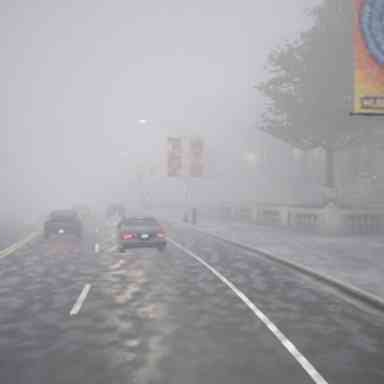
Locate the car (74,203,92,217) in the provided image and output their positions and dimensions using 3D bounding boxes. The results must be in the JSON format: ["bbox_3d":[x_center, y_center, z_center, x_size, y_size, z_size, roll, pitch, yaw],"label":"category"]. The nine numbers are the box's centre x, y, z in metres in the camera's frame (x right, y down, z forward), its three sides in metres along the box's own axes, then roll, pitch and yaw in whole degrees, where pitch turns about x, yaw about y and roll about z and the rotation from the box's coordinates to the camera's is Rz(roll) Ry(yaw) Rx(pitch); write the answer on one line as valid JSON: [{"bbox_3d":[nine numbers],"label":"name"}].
[{"bbox_3d":[-11.833,1.888,35.592,1.882,1.535,5.008,0,-1,-16],"label":"car"}]

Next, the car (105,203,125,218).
[{"bbox_3d":[-8.104,1.896,35.268,1.837,1.490,4.892,0,-1,-16],"label":"car"}]

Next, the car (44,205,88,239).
[{"bbox_3d":[-7.147,1.727,18.906,1.837,1.490,4.892,0,-1,-15],"label":"car"}]

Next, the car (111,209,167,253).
[{"bbox_3d":[-2.372,1.707,14.689,2.033,1.411,5.357,0,-1,-14],"label":"car"}]
